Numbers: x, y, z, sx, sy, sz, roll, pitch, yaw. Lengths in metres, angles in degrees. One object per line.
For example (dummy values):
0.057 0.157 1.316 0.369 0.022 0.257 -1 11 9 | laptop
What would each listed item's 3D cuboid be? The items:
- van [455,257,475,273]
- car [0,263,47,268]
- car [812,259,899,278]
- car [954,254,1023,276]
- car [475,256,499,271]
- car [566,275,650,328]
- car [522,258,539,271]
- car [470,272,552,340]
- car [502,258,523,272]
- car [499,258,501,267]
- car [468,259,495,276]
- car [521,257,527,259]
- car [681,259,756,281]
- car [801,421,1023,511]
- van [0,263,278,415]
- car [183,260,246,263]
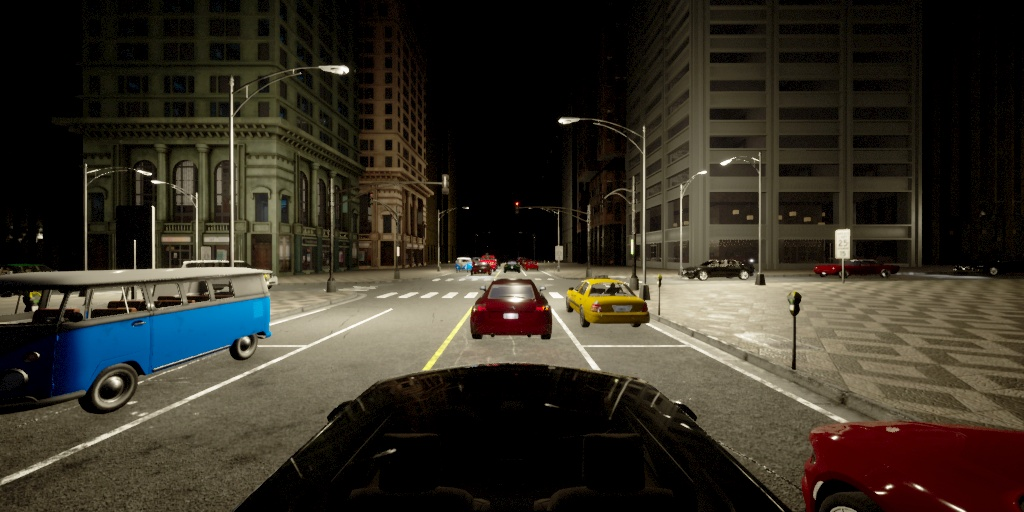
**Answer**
-5.859 1.103 43.668 1.690 1.789 3.998 0 0 0 | van
-31.257 1.491 22.865 5.566 2.045 2.150 -1 0 1 | car
24.784 0.904 25.958 4.718 1.301 1.895 -1 0 0 | car
35.115 0.640 25.931 4.892 1.490 1.837 -1 0 0 | car
-3.190 0.986 47.403 2.150 2.045 5.566 0 0 -1 | car
2.751 1.276 11.269 1.751 1.417 4.829 0 0 0 | car
2.686 1.311 49.192 1.888 1.381 4.507 0 0 0 | car
0.017 1.314 10.034 1.994 1.385 4.181 0 0 1 | car
0.008 1.328 45.600 1.994 1.385 4.181 0 0 0 | car
-3.193 1.374 57.210 1.895 1.301 4.718 0 0 0 | car
-3.161 1.323 37.776 1.994 1.385 4.181 0 0 1 | car
2.674 1.316 54.717 1.888 1.381 4.507 0 0 0 | car
14.864 0.974 25.977 4.892 1.490 1.837 -1 0 0 | car
2.766 1.295 0.519 1.888 1.381 4.507 0 0 0 | car
-5.769 1.090 5.684 1.690 1.789 3.998 0 0 0 | van
-18.119 1.266 22.874 5.566 2.045 2.150 -1 0 3 | car
